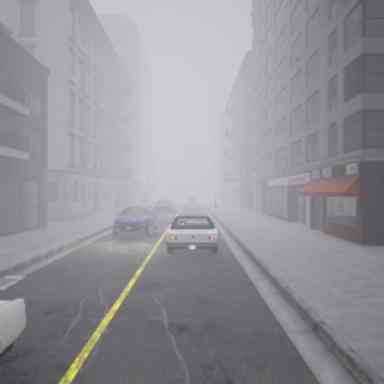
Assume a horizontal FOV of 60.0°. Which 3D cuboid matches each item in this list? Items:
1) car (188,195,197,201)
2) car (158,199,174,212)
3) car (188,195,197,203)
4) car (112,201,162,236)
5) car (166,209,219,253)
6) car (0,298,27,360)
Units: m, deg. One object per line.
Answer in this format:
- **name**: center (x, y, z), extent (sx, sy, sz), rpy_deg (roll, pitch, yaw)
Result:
- **car**: center (0.116, 1.460, 80.564), extent (1.994, 1.385, 4.181), rpy_deg (0, 0, 0)
- **car**: center (-2.972, 1.483, 35.903), extent (1.882, 1.535, 5.008), rpy_deg (0, 0, 1)
- **car**: center (0.102, 1.568, 70.497), extent (1.994, 1.385, 4.181), rpy_deg (0, 0, 0)
- **car**: center (-3.038, 1.479, 18.546), extent (1.882, 1.535, 5.008), rpy_deg (0, 0, 1)
- **car**: center (0.018, 1.604, 13.662), extent (1.895, 1.301, 4.718), rpy_deg (0, 0, 0)
- **car**: center (-3.099, 1.599, 2.117), extent (1.895, 1.301, 4.718), rpy_deg (0, 0, 0)
